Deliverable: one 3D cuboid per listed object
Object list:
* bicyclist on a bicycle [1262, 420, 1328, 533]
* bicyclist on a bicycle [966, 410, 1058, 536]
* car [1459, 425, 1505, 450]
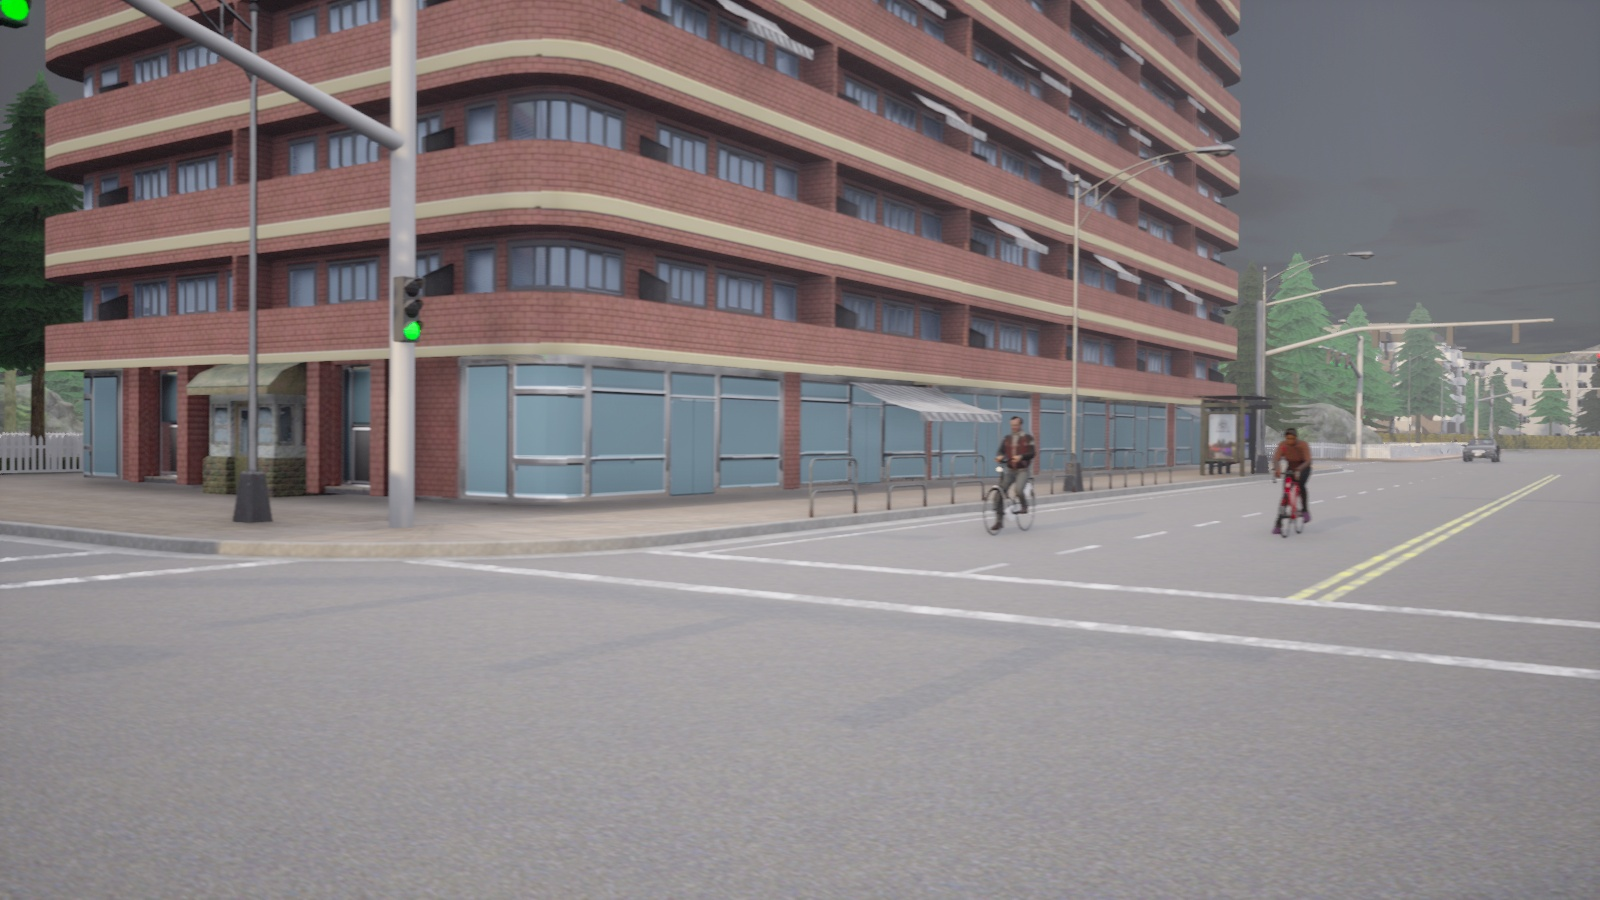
[{"bbox_3d":[7.396,0.362,18.722,0.582,1.620,1.656,0,1,33],"label":"bicyclist on a bicycle"},{"bbox_3d":[3.168,0.319,18.657,0.659,1.776,1.843,0,1,33],"label":"bicyclist on a bicycle"},{"bbox_3d":[43.564,-0.801,80.165,2.128,1.511,4.902,0,1,33],"label":"car"}]
